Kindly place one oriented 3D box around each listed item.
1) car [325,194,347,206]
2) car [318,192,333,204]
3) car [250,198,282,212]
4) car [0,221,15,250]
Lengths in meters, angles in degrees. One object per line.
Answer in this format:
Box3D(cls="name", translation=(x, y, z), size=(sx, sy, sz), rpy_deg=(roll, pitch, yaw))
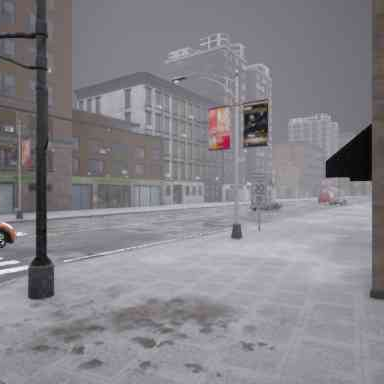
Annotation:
Box3D(cls="car", translation=(22.646, 1.376, 51.516), size=(2.033, 1.411, 5.357), rpy_deg=(0, 0, 34))
Box3D(cls="car", translation=(24.141, 1.048, 59.344), size=(2.150, 2.045, 5.566), rpy_deg=(0, 0, 35))
Box3D(cls="car", translation=(8.224, 1.414, 36.557), size=(2.033, 1.411, 5.357), rpy_deg=(0, 0, 35))
Box3D(cls="car", translation=(-8.944, 1.321, 11.981), size=(2.097, 1.767, 4.553), rpy_deg=(0, 0, 35))
